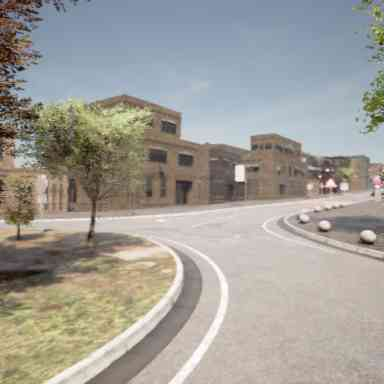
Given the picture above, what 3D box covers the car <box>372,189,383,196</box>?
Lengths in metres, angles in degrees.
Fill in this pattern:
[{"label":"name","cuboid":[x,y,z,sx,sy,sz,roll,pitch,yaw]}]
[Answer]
[{"label":"car","cuboid":[41.709,0.118,74.676,2.128,1.511,4.902,0,2,38]}]
